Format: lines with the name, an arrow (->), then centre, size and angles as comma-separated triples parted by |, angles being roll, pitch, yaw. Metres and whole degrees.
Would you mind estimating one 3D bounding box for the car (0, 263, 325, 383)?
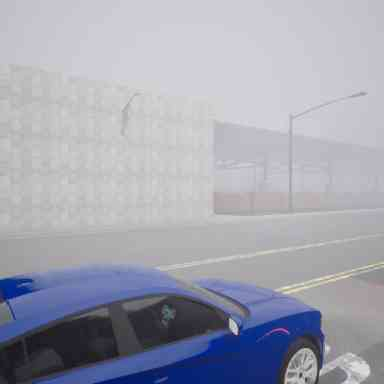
car -> -0.712, 1.478, 3.242 | 5.008, 1.535, 1.882 | 0, 0, -36
